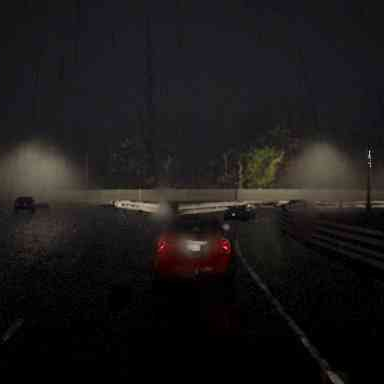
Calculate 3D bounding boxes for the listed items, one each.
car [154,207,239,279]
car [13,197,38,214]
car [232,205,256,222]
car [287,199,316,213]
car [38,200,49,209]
[{"bbox_3d":[0.138,1.443,10.487,2.097,1.767,4.553,0,0,2],"label":"car"},{"bbox_3d":[-20.645,1.574,40.985,2.150,2.045,5.566,0,-1,-29],"label":"car"},{"bbox_3d":[4.206,1.811,28.823,1.994,1.385,4.181,0,-1,24],"label":"car"},{"bbox_3d":[14.200,1.719,43.080,4.553,1.767,2.097,0,-1,-44],"label":"car"},{"bbox_3d":[-24.316,2.021,53.218,1.994,1.385,4.181,0,-1,-36],"label":"car"}]
